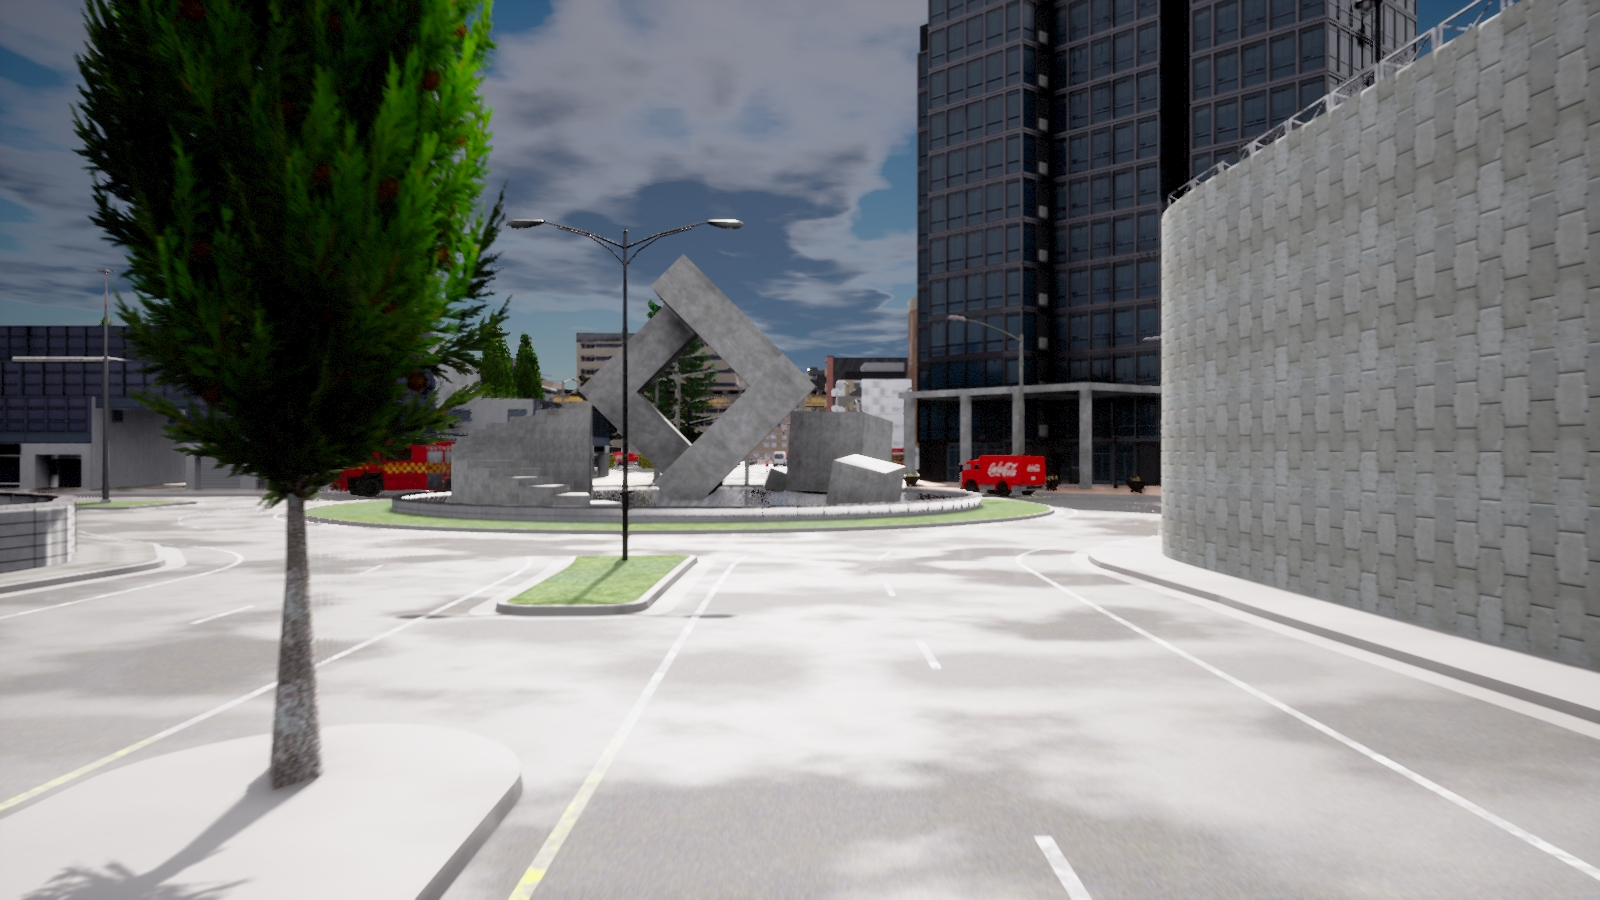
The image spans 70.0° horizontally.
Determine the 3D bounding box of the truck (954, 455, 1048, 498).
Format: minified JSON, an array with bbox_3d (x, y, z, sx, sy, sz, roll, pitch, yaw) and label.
[{"bbox_3d":[12.219,1.568,69.681,2.627,2.467,5.204,1,0,-39],"label":"truck"}]
